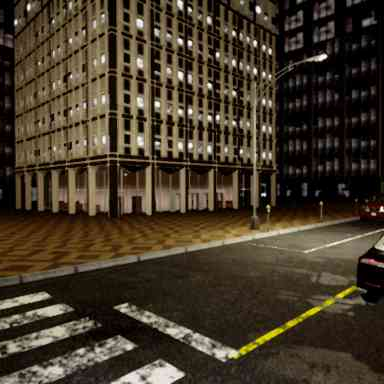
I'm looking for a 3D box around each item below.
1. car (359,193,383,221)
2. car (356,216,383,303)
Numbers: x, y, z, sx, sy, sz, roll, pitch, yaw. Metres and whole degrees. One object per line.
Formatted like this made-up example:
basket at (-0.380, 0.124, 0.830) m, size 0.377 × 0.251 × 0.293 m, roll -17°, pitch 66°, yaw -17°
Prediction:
car at (12.798, 1.000, 21.877) m, size 5.009 × 1.841 × 2.192 m, roll -1°, pitch 1°, yaw -44°
car at (5.080, 1.402, 6.937) m, size 4.902 × 1.511 × 2.128 m, roll -1°, pitch 1°, yaw -44°
